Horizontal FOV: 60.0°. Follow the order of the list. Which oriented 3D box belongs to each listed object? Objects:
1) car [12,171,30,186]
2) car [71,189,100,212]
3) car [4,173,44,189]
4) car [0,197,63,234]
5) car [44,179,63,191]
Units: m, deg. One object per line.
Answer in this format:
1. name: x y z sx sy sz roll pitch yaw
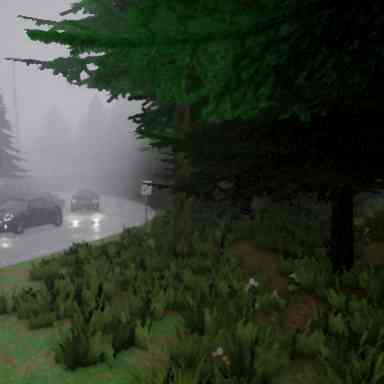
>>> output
1. car: -26.922 -2.131 52.226 2.150 2.045 5.566 0 5 -31
2. car: -8.849 0.587 27.783 2.097 1.767 4.553 0 4 -15
3. car: -21.909 -1.287 42.750 5.566 2.045 2.150 5 3 36
4. car: -9.090 1.137 17.929 2.097 1.767 4.553 0 2 14
5. car: -19.482 -0.955 45.283 4.892 1.490 1.837 6 4 37
